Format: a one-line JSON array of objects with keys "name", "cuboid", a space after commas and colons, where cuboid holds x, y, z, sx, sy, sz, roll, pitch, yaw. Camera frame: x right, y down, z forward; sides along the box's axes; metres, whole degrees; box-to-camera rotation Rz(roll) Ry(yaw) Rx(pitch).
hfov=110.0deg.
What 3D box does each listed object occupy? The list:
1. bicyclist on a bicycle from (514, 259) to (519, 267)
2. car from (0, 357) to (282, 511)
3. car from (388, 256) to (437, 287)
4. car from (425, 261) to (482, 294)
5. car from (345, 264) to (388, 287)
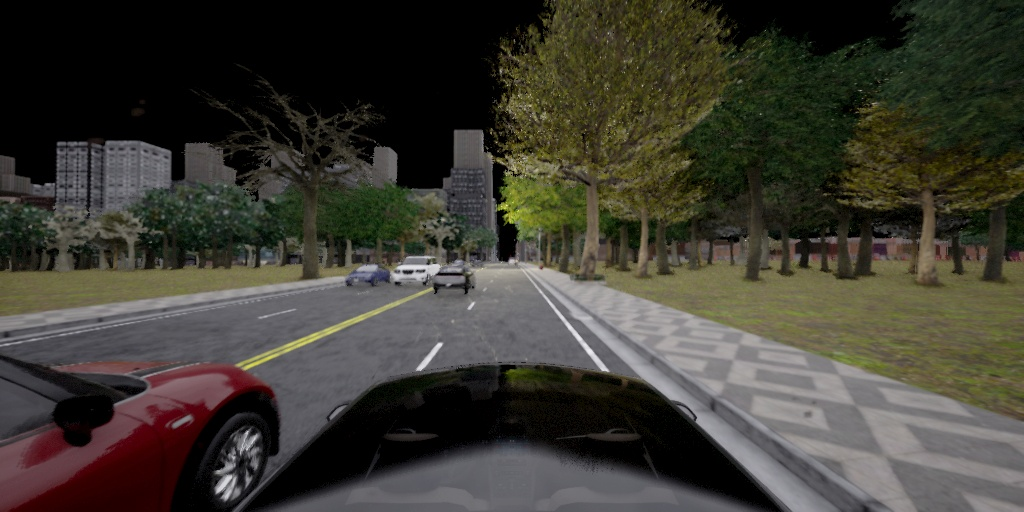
[{"name": "bicyclist on a bicycle", "cuboid": [0.884, 1.348, 64.443, 0.866, 1.612, 1.509, 0, -1, 0]}, {"name": "car", "cuboid": [-3.151, 1.101, 1.400, 2.097, 1.767, 4.553, 0, 0, 0]}, {"name": "car", "cuboid": [-6.600, 0.992, 25.388, 2.150, 2.045, 5.566, 0, 0, 0]}, {"name": "car", "cuboid": [-3.152, 1.253, 20.259, 2.128, 1.511, 4.902, 0, 0, 0]}, {"name": "car", "cuboid": [-9.848, 1.295, 24.991, 1.812, 1.442, 4.674, 0, 0, 0]}]
